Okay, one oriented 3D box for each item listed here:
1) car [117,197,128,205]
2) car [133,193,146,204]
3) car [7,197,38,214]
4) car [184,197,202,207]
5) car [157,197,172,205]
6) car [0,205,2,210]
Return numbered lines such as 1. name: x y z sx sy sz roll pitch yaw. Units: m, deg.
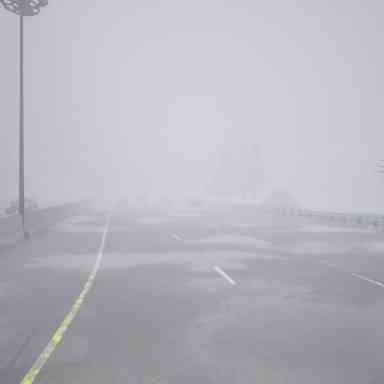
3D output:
1. car: -11.994 1.546 57.556 2.033 1.411 5.357 0 0 -13
2. car: -10.306 1.212 65.746 2.150 2.045 5.566 0 -1 -13
3. car: -17.594 1.351 34.689 2.097 1.767 4.553 0 0 -13
4. car: 0.095 1.546 51.840 2.033 1.411 5.357 0 0 -13
5. car: -4.778 1.546 57.463 2.033 1.411 5.357 0 0 -13
6. car: -20.898 1.547 33.431 2.033 1.411 5.357 0 0 -13
